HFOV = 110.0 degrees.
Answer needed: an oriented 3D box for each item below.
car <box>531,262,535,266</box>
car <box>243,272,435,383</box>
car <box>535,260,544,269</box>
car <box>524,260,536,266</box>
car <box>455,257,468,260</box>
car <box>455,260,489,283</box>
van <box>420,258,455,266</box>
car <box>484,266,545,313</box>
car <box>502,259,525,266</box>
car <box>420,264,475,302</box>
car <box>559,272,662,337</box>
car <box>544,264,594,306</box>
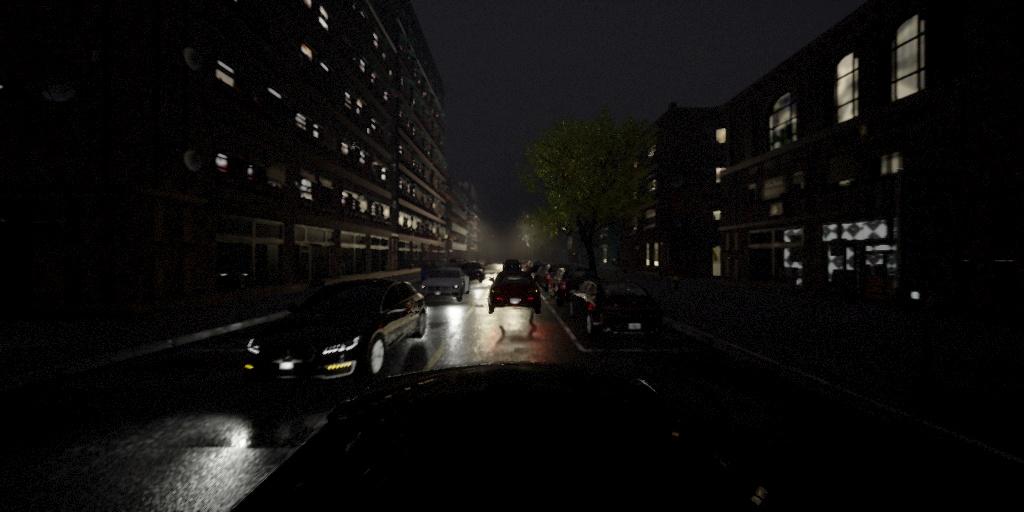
[{"bbox_3d":[2.684,1.336,27.116,1.802,1.307,4.207,0,0,0],"label":"car"},{"bbox_3d":[-3.091,1.255,7.353,1.837,1.490,4.892,0,0,0],"label":"car"},{"bbox_3d":[2.685,1.192,21.419,1.967,1.591,4.097,0,0,0],"label":"car"},{"bbox_3d":[2.681,1.313,38.509,2.007,1.370,4.403,0,0,0],"label":"car"},{"bbox_3d":[-5.699,1.077,38.509,2.192,1.841,5.009,0,0,0],"label":"car"},{"bbox_3d":[-3.077,1.260,27.713,1.837,1.490,4.892,0,0,0],"label":"car"},{"bbox_3d":[-5.697,1.095,27.116,1.690,1.789,3.998,0,0,0],"label":"van"},{"bbox_3d":[0.083,1.277,13.874,1.812,1.442,4.674,0,0,0],"label":"car"},{"bbox_3d":[0.016,1.114,38.967,2.097,1.767,4.553,0,0,0],"label":"car"},{"bbox_3d":[-3.086,1.278,17.296,1.812,1.442,4.674,0,0,0],"label":"car"},{"bbox_3d":[2.688,1.301,10.026,2.007,1.370,4.403,0,0,0],"label":"car"},{"bbox_3d":[2.687,1.191,15.723,1.967,1.591,4.097,0,0,0],"label":"car"}]
